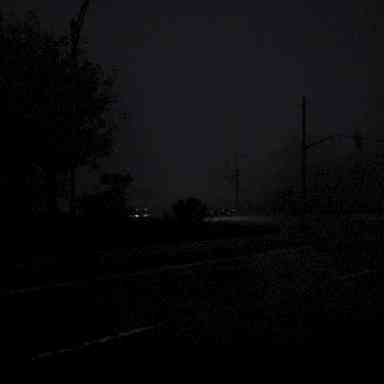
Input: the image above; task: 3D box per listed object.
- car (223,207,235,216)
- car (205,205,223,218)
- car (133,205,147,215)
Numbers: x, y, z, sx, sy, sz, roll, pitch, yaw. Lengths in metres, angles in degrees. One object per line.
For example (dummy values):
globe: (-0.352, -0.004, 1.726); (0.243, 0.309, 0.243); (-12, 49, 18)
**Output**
car: (2.830, 2.144, 38.077); (1.895, 1.301, 4.718); (0, -3, -33)
car: (0.655, 1.966, 34.980); (2.128, 1.511, 4.902); (0, -2, -33)
car: (-9.536, 3.079, 57.603); (2.097, 1.767, 4.553); (0, -3, -32)
